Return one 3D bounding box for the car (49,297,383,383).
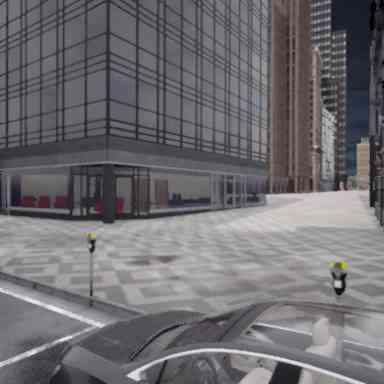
[{"bbox_3d":[0.684,1.549,2.473,4.403,1.369,2.008,0,0,35],"label":"car"}]
